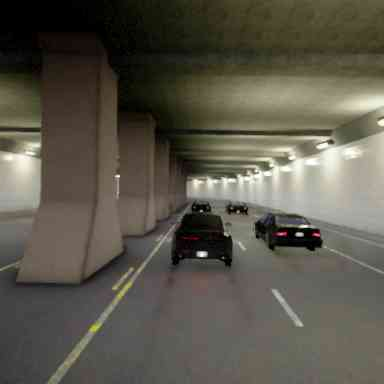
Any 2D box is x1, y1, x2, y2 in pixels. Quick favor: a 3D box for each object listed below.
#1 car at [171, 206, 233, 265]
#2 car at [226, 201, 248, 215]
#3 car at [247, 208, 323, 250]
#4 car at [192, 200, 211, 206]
[{"bbox_3d":[0.348,1.473,11.656,1.837,1.490,4.892,1,0,2],"label":"car"},{"bbox_3d":[4.444,1.570,33.631,1.895,1.301,4.718,1,0,2],"label":"car"},{"bbox_3d":[3.923,1.569,14.430,2.033,1.411,5.357,1,0,2],"label":"car"},{"bbox_3d":[0.945,1.510,33.729,1.895,1.301,4.718,1,0,2],"label":"car"}]
